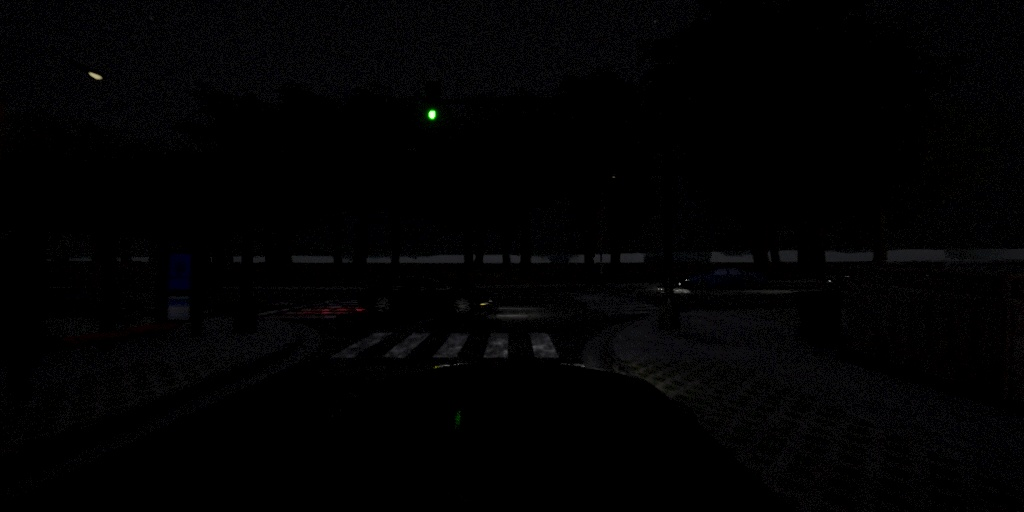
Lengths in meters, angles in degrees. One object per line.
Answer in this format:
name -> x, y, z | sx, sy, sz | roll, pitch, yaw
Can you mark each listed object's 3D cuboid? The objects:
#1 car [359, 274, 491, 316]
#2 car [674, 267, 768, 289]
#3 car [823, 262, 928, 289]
car -> -3.265, 1.441, 13.754 | 4.892, 1.490, 1.837 | 0, -1, 0
car -> 13.692, 1.412, 23.611 | 5.357, 1.411, 2.033 | -1, -2, 0
car -> 20.488, 1.121, 20.365 | 4.902, 1.511, 2.128 | -1, -2, 0
